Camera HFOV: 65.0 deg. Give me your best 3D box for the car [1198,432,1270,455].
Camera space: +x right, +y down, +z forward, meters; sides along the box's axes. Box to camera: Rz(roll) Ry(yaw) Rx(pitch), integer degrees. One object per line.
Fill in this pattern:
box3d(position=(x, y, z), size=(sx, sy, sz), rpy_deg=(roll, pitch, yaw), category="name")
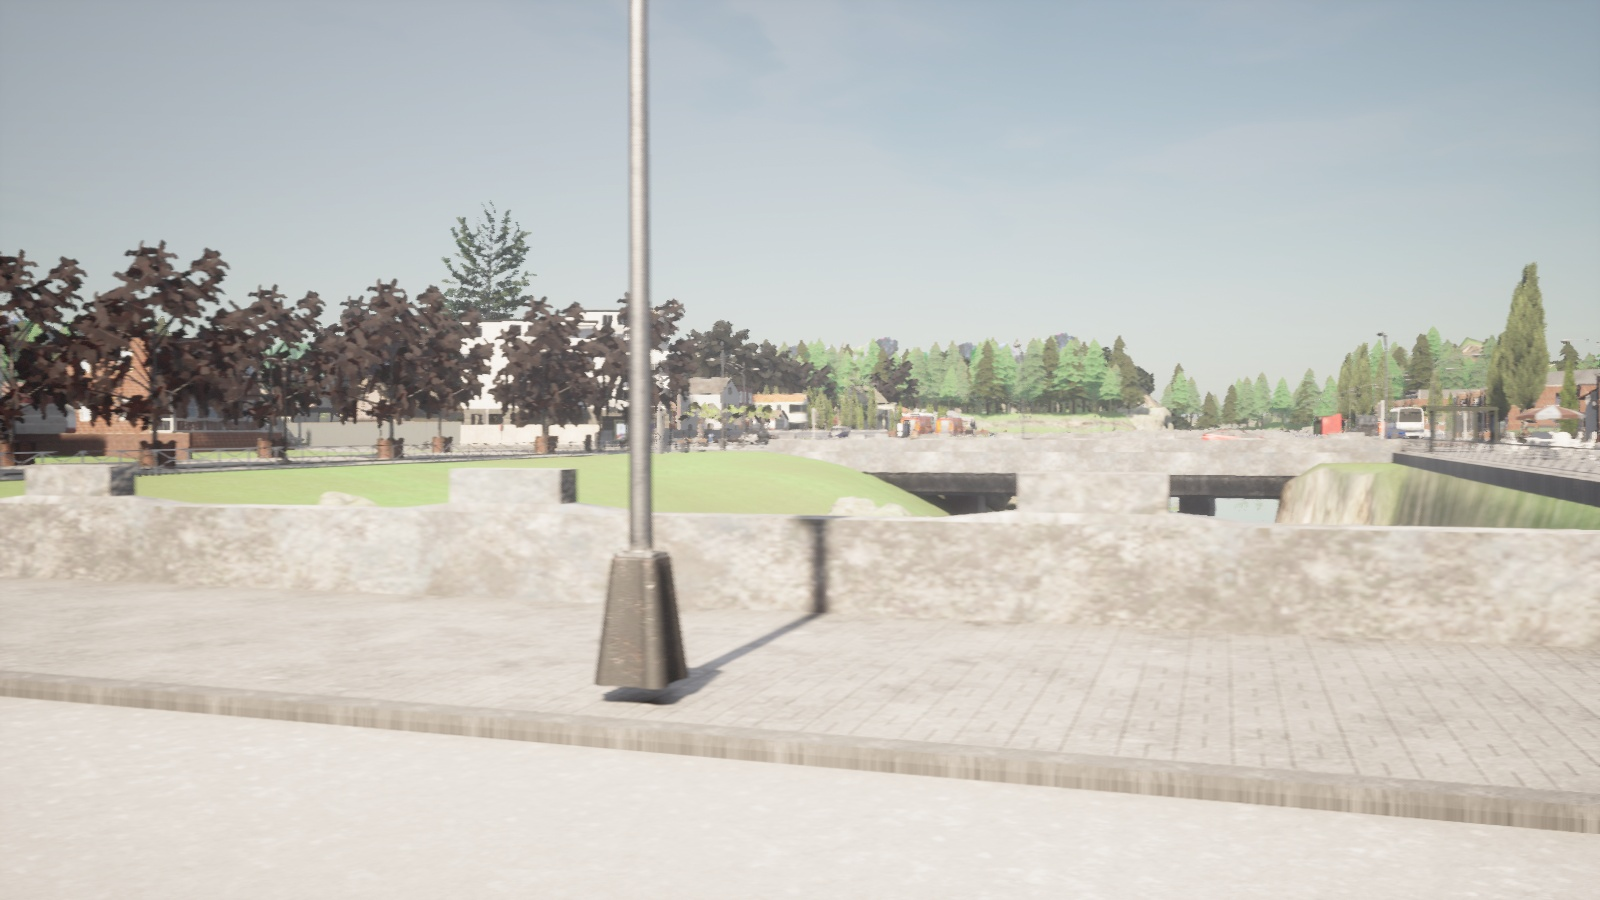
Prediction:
box3d(position=(29.359, -0.477, 85.004), size=(4.514, 1.525, 2.007), rpy_deg=(1, 1, 19), category="car")
